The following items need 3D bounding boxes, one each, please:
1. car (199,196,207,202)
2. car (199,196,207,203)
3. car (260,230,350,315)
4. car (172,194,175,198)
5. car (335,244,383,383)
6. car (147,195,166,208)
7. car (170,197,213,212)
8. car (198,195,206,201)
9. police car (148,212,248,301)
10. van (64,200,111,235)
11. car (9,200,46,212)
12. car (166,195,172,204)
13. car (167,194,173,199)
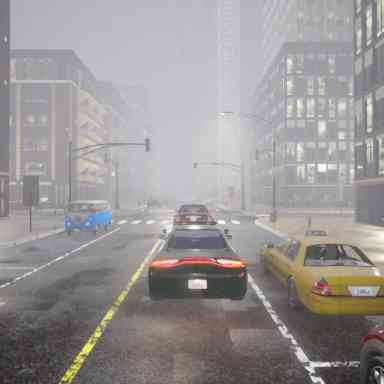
[{"bbox_3d":[2.678,1.801,84.812,1.947,1.339,4.313,0,0,0],"label":"car"},{"bbox_3d":[2.680,1.733,79.318,1.752,1.417,4.829,0,0,0],"label":"car"},{"bbox_3d":[2.706,1.529,7.554,1.752,1.417,4.829,1,0,0],"label":"car"},{"bbox_3d":[-5.700,1.647,79.147,1.967,1.590,4.097,0,0,0],"label":"car"},{"bbox_3d":[2.706,1.441,1.860,1.967,1.590,4.097,1,0,0],"label":"car"},{"bbox_3d":[-5.692,1.408,50.834,2.192,1.841,5.009,0,0,0],"label":"car"},{"bbox_3d":[0.082,1.369,18.592,2.097,1.767,4.553,0,0,0],"label":"car"},{"bbox_3d":[2.678,1.705,90.475,1.967,1.590,4.097,0,0,0],"label":"car"},{"bbox_3d":[0.100,1.509,8.482,2.038,1.542,4.974,0,0,0],"label":"police car"},{"bbox_3d":[-5.663,1.358,18.429,1.690,1.788,3.998,1,0,0],"label":"van"},{"bbox_3d":[-19.061,1.538,37.834,4.507,1.381,1.887,0,-1,0],"label":"car"},{"bbox_3d":[-5.698,1.720,67.821,1.947,1.339,4.313,0,0,0],"label":"car"},{"bbox_3d":[-5.699,1.761,73.484,1.802,1.307,4.206,0,0,0],"label":"car"}]
